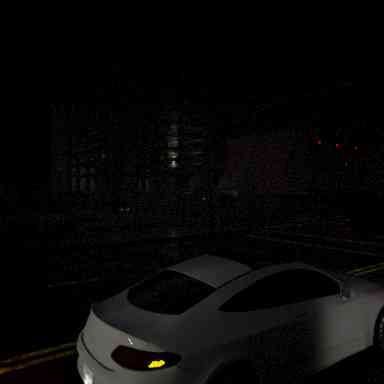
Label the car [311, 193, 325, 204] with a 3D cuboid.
[{"bbox_3d":[29.088,1.152,72.289,1.932,1.855,4.605,0,0,-35],"label":"car"}]

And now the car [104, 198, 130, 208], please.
[{"bbox_3d":[-10.610,1.541,46.818,2.033,1.411,5.357,0,0,-36],"label":"car"}]

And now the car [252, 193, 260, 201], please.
[{"bbox_3d":[13.689,1.363,79.773,1.784,1.438,3.905,0,0,-35],"label":"car"}]

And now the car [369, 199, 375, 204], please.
[{"bbox_3d":[23.250,1.155,46.629,1.905,1.878,3.866,0,0,-35],"label":"car"}]

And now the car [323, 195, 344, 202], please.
[{"bbox_3d":[31.488,1.363,73.912,1.784,1.438,3.905,0,0,-35],"label":"car"}]

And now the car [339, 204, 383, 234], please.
[{"bbox_3d":[10.728,1.575,17.072,2.033,1.411,5.357,0,0,-37],"label":"car"}]

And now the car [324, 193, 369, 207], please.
[{"bbox_3d":[20.857,1.153,44.999,1.932,1.855,4.605,0,0,-35],"label":"car"}]

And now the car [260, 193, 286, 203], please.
[{"bbox_3d":[15.355,1.395,62.443,1.970,1.475,3.806,0,0,-35],"label":"car"}]

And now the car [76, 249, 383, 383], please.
[{"bbox_3d":[0.919,1.526,4.443,4.674,1.442,1.812,0,0,-35],"label":"car"}]

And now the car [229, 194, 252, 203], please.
[{"bbox_3d":[11.326,1.395,78.099,1.970,1.475,3.806,0,0,-35],"label":"car"}]
